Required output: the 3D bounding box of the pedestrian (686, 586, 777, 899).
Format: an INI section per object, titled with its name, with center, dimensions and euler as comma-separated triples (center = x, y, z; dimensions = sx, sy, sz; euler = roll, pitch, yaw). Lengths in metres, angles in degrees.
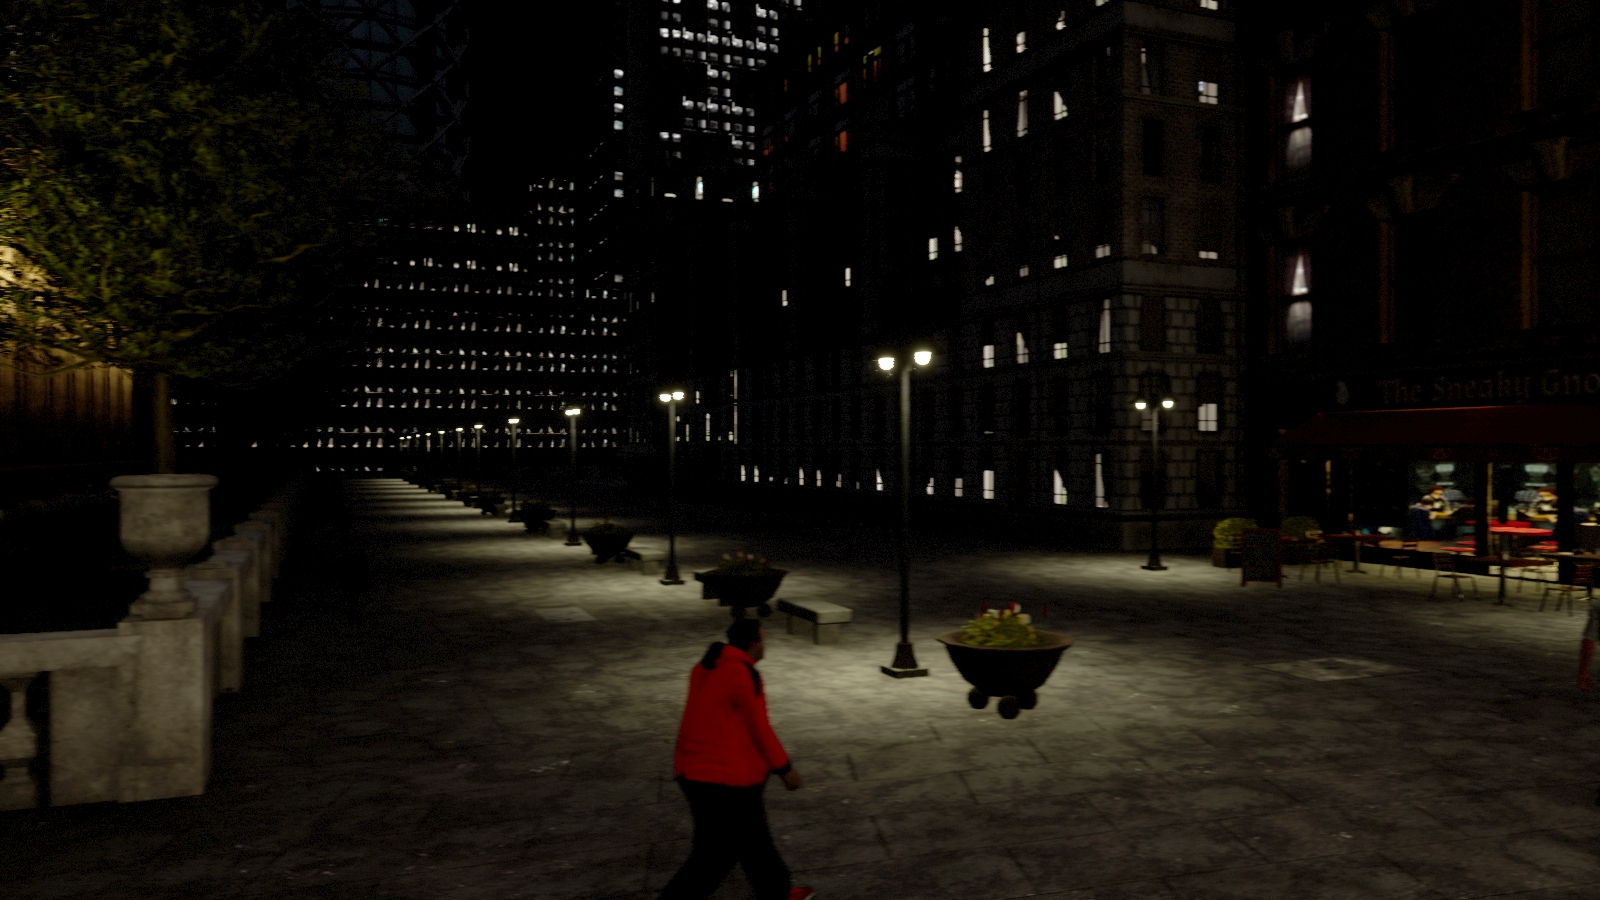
[pedestrian]
center = -0.373, 1.695, 6.189
dimensions = 0.375, 1.860, 0.375
euler = 0, 0, -26
